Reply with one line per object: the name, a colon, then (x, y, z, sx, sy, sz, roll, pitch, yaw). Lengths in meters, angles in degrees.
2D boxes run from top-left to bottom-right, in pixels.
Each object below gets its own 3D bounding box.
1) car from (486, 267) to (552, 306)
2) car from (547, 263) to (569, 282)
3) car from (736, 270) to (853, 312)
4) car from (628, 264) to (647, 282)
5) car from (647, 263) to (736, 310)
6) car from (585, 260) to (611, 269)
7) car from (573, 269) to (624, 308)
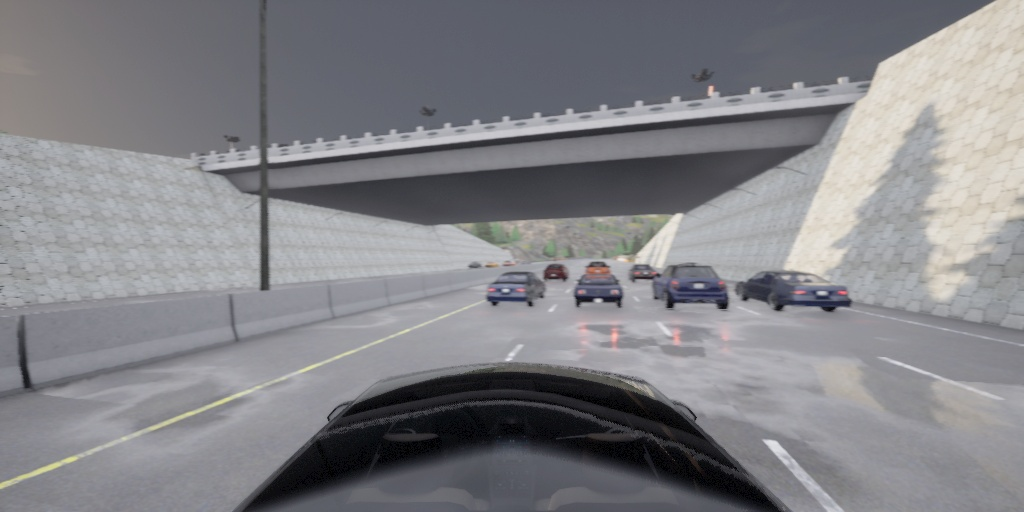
car: (0.340, 1.404, 16.414, 2.033, 1.411, 5.357, -1, 0, 13)
car: (3.930, 1.402, 31.482, 1.882, 1.535, 5.008, -1, 0, 14)
car: (10.554, 1.250, 13.983, 2.033, 1.411, 5.357, -1, 0, 13)
car: (10.623, 1.366, 29.386, 2.033, 1.411, 5.357, -1, 0, 13)
car: (7.169, 1.105, 14.884, 2.097, 1.767, 4.553, -1, -1, 13)
car: (7.238, 1.221, 30.287, 2.097, 1.767, 4.553, -1, -1, 13)
car: (3.773, 1.407, 15.716, 1.895, 1.301, 4.718, -1, 0, 13)
